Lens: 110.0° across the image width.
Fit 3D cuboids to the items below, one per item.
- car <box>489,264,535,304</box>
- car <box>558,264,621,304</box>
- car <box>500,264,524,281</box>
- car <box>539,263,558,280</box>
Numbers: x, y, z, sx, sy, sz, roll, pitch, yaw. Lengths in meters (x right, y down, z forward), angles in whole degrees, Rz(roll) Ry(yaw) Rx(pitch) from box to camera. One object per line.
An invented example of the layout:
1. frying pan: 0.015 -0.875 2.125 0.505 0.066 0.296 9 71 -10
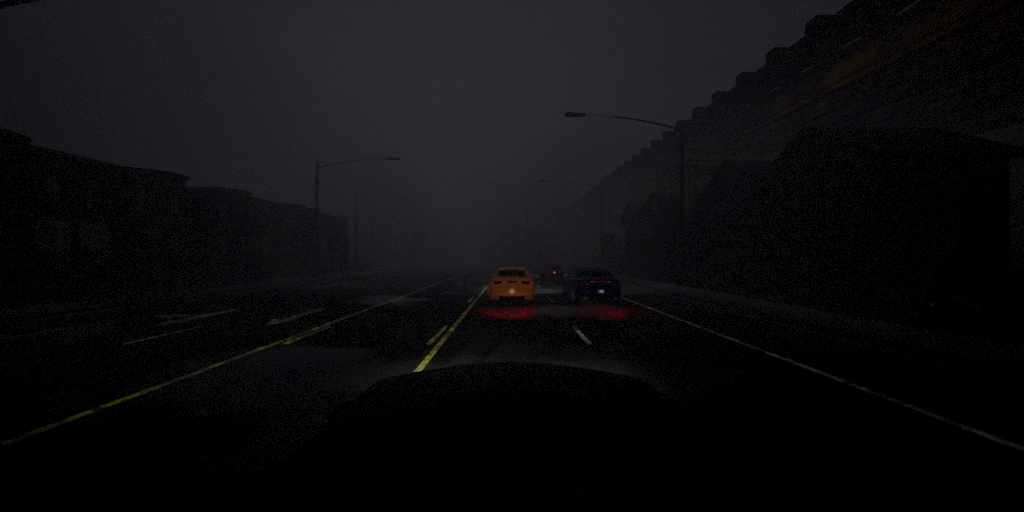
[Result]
1. car: 0.000 1.235 16.500 1.882 1.535 5.008 0 0 0
2. car: 3.500 1.235 16.500 1.882 1.535 5.008 0 0 0
3. car: 0.000 1.366 31.530 1.895 1.301 4.718 0 0 0
4. car: 3.500 1.322 31.500 1.994 1.385 4.181 0 0 0
